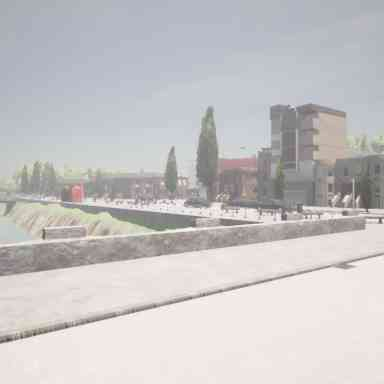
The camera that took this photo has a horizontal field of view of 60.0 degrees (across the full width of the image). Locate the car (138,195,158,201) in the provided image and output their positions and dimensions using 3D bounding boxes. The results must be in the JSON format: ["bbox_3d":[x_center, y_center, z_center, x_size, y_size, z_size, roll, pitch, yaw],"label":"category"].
[{"bbox_3d":[-7.933,1.132,59.375,1.882,1.535,5.008,0,0,-36],"label":"car"}]

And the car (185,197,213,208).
[{"bbox_3d":[0.883,1.505,46.924,1.837,1.490,4.892,0,0,-36],"label":"car"}]

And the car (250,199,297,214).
[{"bbox_3d":[8.905,1.505,35.724,1.837,1.490,4.892,0,0,-36],"label":"car"}]

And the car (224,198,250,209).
[{"bbox_3d":[6.723,1.547,45.973,2.033,1.411,5.357,0,0,-36],"label":"car"}]
